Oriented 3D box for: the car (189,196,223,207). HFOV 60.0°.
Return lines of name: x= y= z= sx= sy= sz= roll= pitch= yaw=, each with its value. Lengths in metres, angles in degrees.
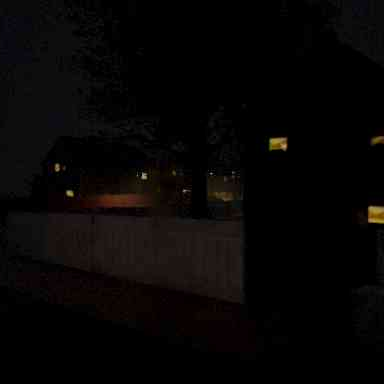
car: x=1.769 y=1.138 z=38.787 sx=2.033 sy=1.411 sz=5.357 roll=1 pitch=2 yaw=35
